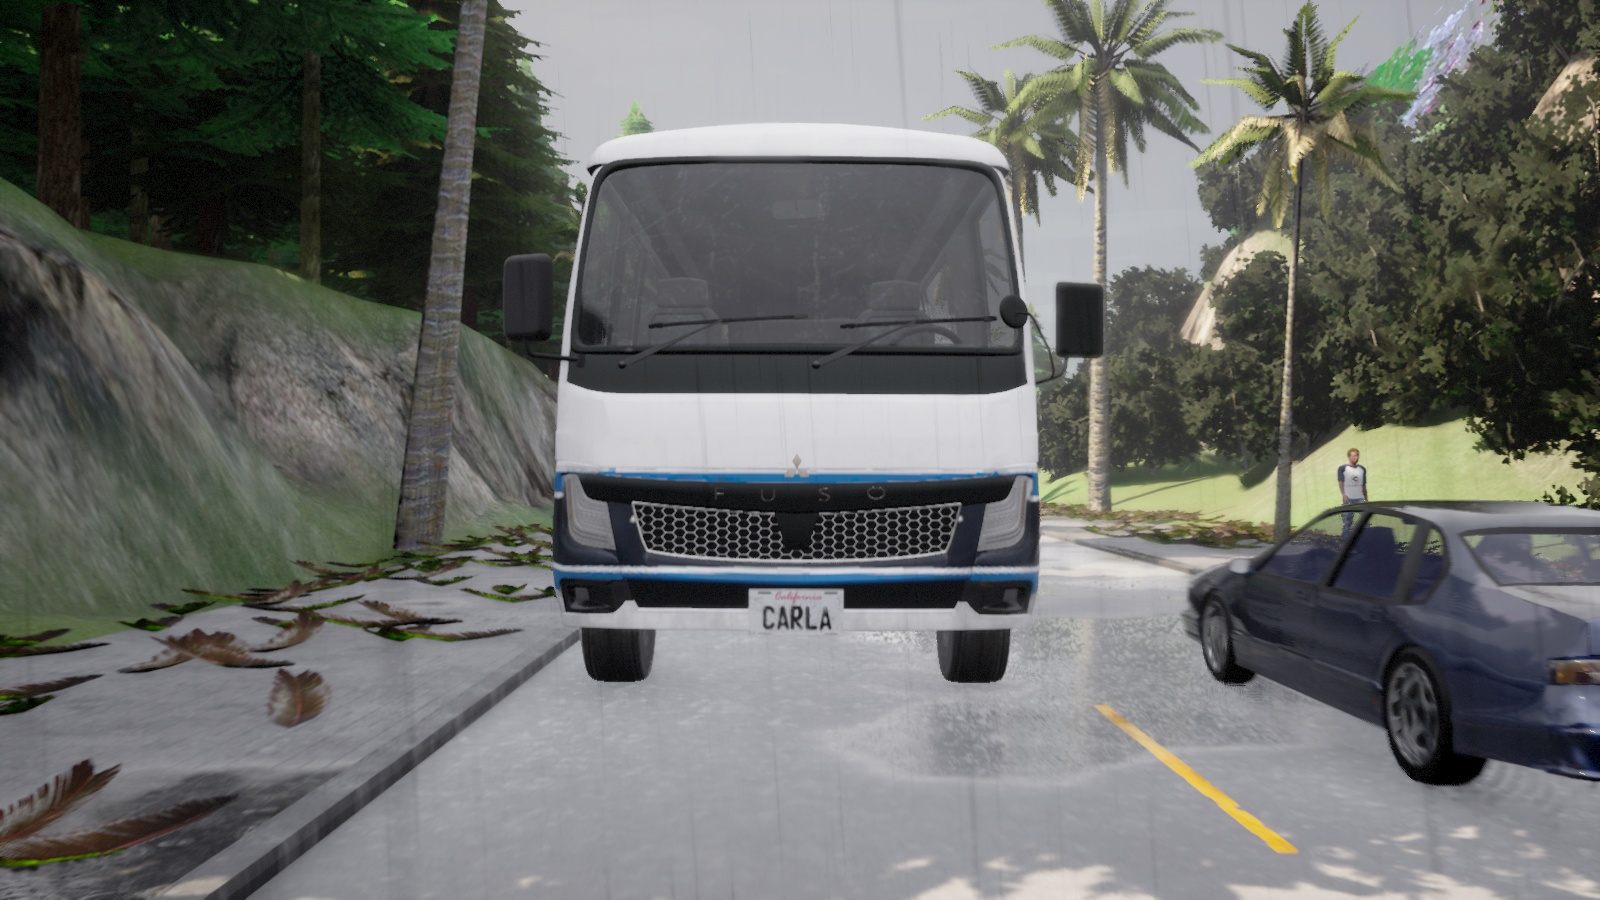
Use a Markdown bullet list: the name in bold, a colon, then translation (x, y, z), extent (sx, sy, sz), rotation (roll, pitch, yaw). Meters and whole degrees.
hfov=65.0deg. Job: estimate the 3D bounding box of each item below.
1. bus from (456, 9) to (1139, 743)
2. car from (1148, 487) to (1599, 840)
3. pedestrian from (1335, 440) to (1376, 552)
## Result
- **bus**: translation (-0.032, -0.354, 12.424), extent (3.944, 4.253, 10.273), rotation (0, -1, 0)
- **car**: translation (3.984, 0.980, 7.988), extent (2.033, 1.411, 5.357), rotation (0, -1, 0)
- **pedestrian**: translation (9.259, 0.754, 20.935), extent (0.354, 1.836, 0.706), rotation (0, -1, 0)
